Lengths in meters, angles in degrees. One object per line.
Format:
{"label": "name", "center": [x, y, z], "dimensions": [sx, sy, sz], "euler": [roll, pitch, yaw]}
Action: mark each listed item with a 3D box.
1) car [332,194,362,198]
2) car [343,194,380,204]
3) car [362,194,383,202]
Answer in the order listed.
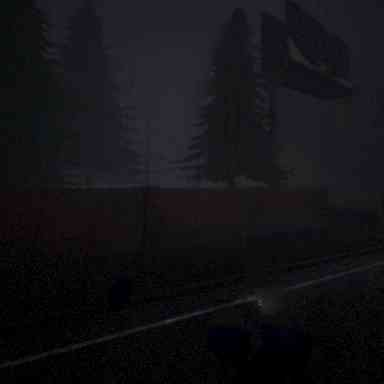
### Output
{"label": "car", "center": [22.209, 1.173, 49.882], "dimensions": [1.882, 1.535, 5.008], "euler": [-1, 1, -36]}
{"label": "car", "center": [27.602, 1.139, 54.384], "dimensions": [2.128, 1.511, 4.902], "euler": [0, 0, -36]}
{"label": "car", "center": [27.302, 1.235, 48.892], "dimensions": [1.994, 1.385, 4.181], "euler": [0, 0, -36]}
